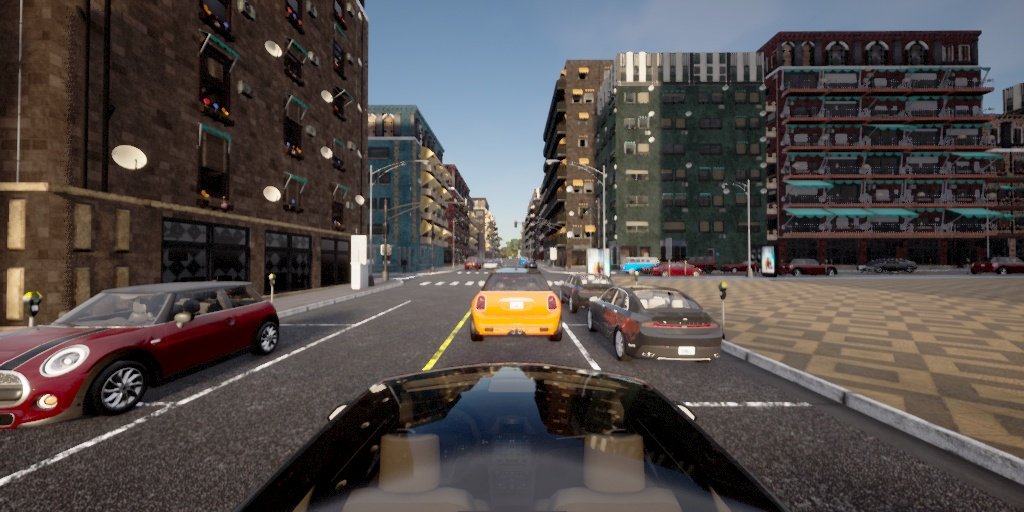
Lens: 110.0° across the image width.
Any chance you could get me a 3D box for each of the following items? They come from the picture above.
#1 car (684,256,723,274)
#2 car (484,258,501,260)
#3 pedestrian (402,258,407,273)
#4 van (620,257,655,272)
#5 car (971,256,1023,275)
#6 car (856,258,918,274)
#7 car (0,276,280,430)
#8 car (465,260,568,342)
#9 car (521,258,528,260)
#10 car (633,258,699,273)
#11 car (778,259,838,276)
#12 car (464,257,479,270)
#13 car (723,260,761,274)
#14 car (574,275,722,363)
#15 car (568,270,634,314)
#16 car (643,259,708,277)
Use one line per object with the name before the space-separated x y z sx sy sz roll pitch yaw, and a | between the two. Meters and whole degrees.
car | 19.305 0.964 38.518 5.009 1.841 2.192 0 0 0
car | -3.079 1.351 52.288 1.895 1.301 4.718 0 0 0
pedestrian | -12.521 1.083 41.715 0.375 1.860 0.375 0 0 0
van | 13.778 1.033 38.559 3.998 1.789 1.690 0 0 0
car | 41.350 0.801 29.975 4.097 1.591 1.967 0 0 0
car | 37.330 0.967 35.793 4.902 1.511 2.128 0 -1 1
car | -5.819 1.189 5.751 1.967 1.591 4.097 0 0 0
car | 0.099 1.102 9.964 2.097 1.767 4.553 0 0 0
car | 2.701 1.317 51.747 1.948 1.339 4.313 0 0 0
car | 15.423 1.189 35.969 5.357 1.411 2.033 0 -1 0
car | 24.769 0.925 30.097 4.097 1.591 1.967 0 0 0
car | -5.679 1.065 51.789 2.192 1.841 5.009 0 0 0
car | 24.833 1.152 38.477 4.507 1.381 1.888 0 0 0
car | 2.822 1.300 7.985 2.007 1.370 4.403 0 0 0
car | 2.823 1.300 13.555 2.007 1.370 4.403 0 0 0
car | 13.714 1.152 30.179 4.207 1.307 1.802 0 0 0
